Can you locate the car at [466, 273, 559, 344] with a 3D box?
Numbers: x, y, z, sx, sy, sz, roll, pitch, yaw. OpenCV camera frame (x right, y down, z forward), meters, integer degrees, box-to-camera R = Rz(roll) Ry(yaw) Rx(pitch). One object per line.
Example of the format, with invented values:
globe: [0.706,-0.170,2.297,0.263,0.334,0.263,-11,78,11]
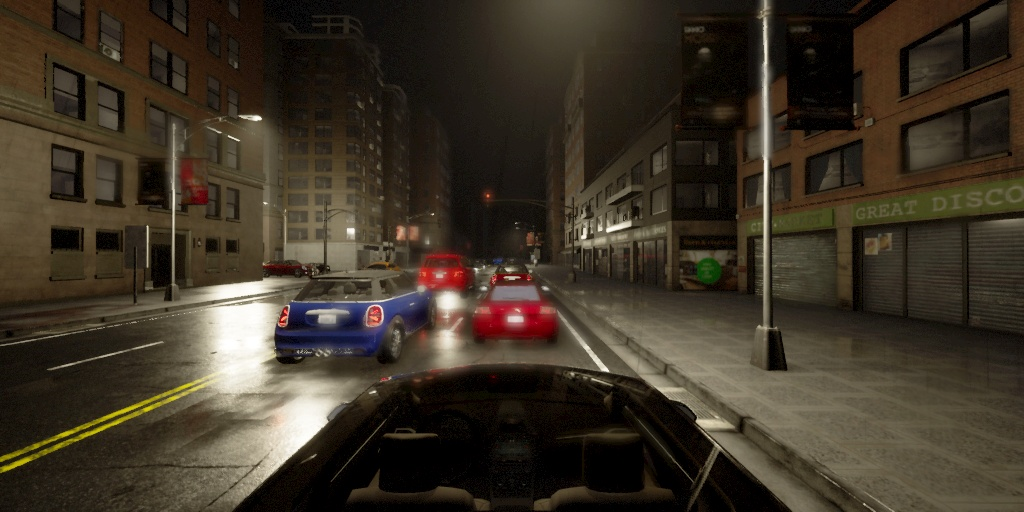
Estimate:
car: [0.092,1.315,9.633,1.994,1.385,4.181,0,0,0]

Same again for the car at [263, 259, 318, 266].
car: [-20.793,1.102,33.570,4.553,1.767,2.097,0,0,2]

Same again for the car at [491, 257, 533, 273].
car: [0.000,1.104,18.251,2.097,1.767,4.553,0,0,0]

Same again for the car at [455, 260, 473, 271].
car: [-6.597,1.273,49.947,1.837,1.490,4.892,0,0,0]

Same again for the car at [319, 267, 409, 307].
car: [-6.603,1.299,16.830,2.033,1.411,5.357,0,0,0]

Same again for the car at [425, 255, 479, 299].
car: [-3.150,0.974,18.288,2.150,2.045,5.566,0,0,0]

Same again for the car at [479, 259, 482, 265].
car: [-6.582,1.277,60.683,1.837,1.490,4.892,0,1,0]

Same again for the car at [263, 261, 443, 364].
car: [-3.147,1.102,8.249,2.097,1.767,4.553,0,0,0]

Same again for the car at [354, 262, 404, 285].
car: [-9.850,1.232,26.954,1.882,1.535,5.008,0,0,0]
